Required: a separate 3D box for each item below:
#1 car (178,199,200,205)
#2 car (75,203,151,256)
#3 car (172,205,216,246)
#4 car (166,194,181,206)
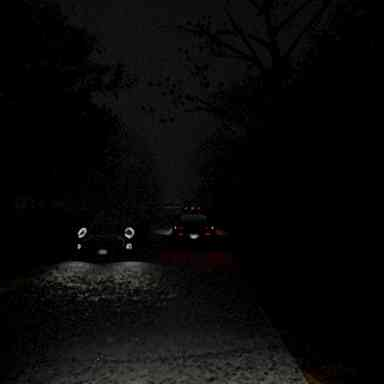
[{"bbox_3d":[0.014,1.532,32.419,2.033,1.411,5.357,0,0,0],"label":"car"},{"bbox_3d":[-2.869,1.346,12.941,2.097,1.767,4.553,0,0,0],"label":"car"},{"bbox_3d":[0.074,1.518,15.010,1.812,1.442,4.674,0,0,0],"label":"car"},{"bbox_3d":[-3.049,1.327,55.397,2.150,2.045,5.566,0,-1,0],"label":"car"}]
